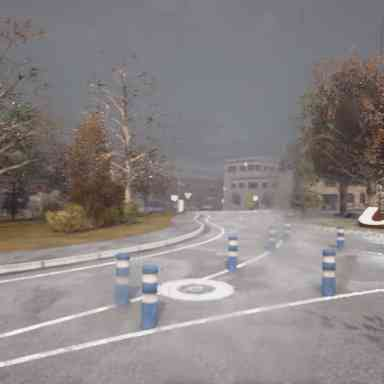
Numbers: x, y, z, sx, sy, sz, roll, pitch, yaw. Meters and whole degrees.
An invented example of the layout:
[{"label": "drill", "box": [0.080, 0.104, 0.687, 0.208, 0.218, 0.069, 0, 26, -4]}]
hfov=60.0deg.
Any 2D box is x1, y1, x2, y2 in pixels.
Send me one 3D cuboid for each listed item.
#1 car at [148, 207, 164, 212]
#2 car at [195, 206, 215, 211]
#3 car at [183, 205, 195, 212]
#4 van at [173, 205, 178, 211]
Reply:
[{"label": "car", "box": [-9.509, 5.151, 93.408, 2.002, 1.452, 4.674, 2, -4, -36]}, {"label": "car", "box": [3.382, 3.849, 75.579, 2.002, 1.452, 4.674, 4, -5, -36]}, {"label": "car", "box": [0.157, 4.163, 80.019, 2.163, 1.488, 4.792, 2, -4, -36]}, {"label": "van", "box": [-3.127, 4.240, 84.576, 1.878, 1.987, 4.442, 2, -4, -36]}]
